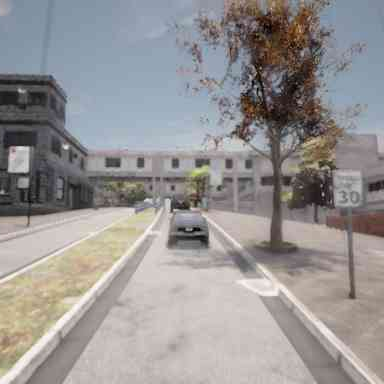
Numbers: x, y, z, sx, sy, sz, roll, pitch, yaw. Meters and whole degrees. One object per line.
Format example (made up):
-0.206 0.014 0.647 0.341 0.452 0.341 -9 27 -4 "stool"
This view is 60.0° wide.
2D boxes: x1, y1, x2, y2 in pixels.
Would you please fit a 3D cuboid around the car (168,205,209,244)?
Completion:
-0.206 1.575 16.039 2.033 1.411 5.357 0 0 -2 "car"

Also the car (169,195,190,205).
-1.409 1.330 38.253 2.150 2.045 5.566 0 -1 -4 "car"
